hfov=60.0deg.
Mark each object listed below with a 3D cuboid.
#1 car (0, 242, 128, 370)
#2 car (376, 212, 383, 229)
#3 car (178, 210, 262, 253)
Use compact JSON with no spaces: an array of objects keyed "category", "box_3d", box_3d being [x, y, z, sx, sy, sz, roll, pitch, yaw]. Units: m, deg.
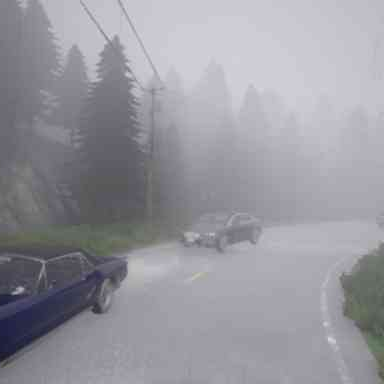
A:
[{"category":"car","box_3d":[-2.743,1.532,5.001,1.895,1.301,4.718,2,0,13]},{"category":"car","box_3d":[15.632,2.027,25.003,4.902,1.511,2.128,2,0,-41]},{"category":"car","box_3d":[1.370,1.571,14.335,2.128,1.511,4.902,2,0,36]}]
